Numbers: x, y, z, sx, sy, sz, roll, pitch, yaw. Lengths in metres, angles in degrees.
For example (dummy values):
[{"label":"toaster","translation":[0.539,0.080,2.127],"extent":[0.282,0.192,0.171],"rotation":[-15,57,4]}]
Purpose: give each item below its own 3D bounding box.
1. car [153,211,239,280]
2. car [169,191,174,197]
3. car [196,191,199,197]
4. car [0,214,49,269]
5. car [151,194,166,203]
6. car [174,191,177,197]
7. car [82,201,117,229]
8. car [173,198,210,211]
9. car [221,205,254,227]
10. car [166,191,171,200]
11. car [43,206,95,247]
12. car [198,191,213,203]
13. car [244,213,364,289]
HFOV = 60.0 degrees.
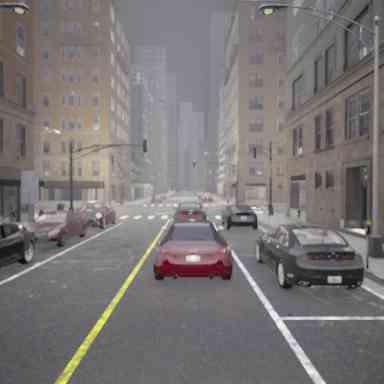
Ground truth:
[{"label":"car","translation":[0.016,1.480,9.663],"extent":[1.994,1.385,4.181],"rotation":[0,0,0]},{"label":"car","translation":[-6.095,0.909,83.668],"extent":[1.752,1.417,4.829],"rotation":[0,0,0]},{"label":"car","translation":[2.451,0.852,78.470],"extent":[1.967,1.590,4.097],"rotation":[0,0,0]},{"label":"car","translation":[-5.720,1.490,8.693],"extent":[1.947,1.339,4.313],"rotation":[0,0,0]},{"label":"car","translation":[-5.980,1.131,56.797],"extent":[1.802,1.307,4.206],"rotation":[0,0,0]},{"label":"car","translation":[-6.144,0.646,94.654],"extent":[2.192,1.841,5.009],"rotation":[0,0,0]},{"label":"car","translation":[-5.787,1.271,19.694],"extent":[1.967,1.590,4.097],"rotation":[0,0,0]},{"label":"car","translation":[-0.081,1.336,19.652],"extent":[1.837,1.490,4.892],"rotation":[0,0,0]},{"label":"car","translation":[2.738,1.396,19.747],"extent":[1.947,1.339,4.313],"rotation":[0,0,0]},{"label":"car","translation":[-6.026,1.027,67.613],"extent":[2.008,1.369,4.403],"rotation":[0,0,0]},{"label":"car","translation":[-5.754,1.459,14.194],"extent":[1.802,1.307,4.206],"rotation":[0,0,0]},{"label":"car","translation":[2.545,0.989,56.835],"extent":[1.967,1.590,4.097],"rotation":[0,0,0]},{"label":"car","translation":[2.805,1.474,8.745],"extent":[2.008,1.369,4.403],"rotation":[0,0,0]}]
